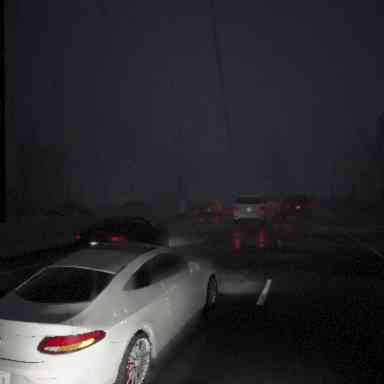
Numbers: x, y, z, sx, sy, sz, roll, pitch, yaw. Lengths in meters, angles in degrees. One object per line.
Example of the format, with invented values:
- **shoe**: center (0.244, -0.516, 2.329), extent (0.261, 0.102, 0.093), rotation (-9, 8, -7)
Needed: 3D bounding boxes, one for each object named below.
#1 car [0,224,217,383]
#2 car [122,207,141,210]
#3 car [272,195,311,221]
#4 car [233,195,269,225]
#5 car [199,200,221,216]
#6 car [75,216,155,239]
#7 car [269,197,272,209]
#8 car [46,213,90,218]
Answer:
- **car**: center (-0.990, 1.525, 5.204), extent (1.812, 1.442, 4.674), rotation (0, 0, 20)
- **car**: center (-5.491, 1.545, 31.231), extent (2.033, 1.411, 5.357), rotation (0, 0, 7)
- **car**: center (8.223, 1.221, 27.318), extent (2.150, 2.045, 5.566), rotation (0, 0, 7)
- **car**: center (4.212, 1.219, 24.346), extent (2.150, 2.045, 5.566), rotation (0, 0, 10)
- **car**: center (1.771, 1.475, 32.247), extent (1.882, 1.535, 5.008), rotation (0, 0, 7)
- **car**: center (-2.387, 1.563, 12.095), extent (1.994, 1.385, 4.181), rotation (0, 0, 18)
- **car**: center (9.239, 1.348, 41.044), extent (2.097, 1.767, 4.553), rotation (0, 0, 4)
- **car**: center (-9.840, 1.562, 26.373), extent (1.994, 1.385, 4.181), rotation (0, 0, 10)
